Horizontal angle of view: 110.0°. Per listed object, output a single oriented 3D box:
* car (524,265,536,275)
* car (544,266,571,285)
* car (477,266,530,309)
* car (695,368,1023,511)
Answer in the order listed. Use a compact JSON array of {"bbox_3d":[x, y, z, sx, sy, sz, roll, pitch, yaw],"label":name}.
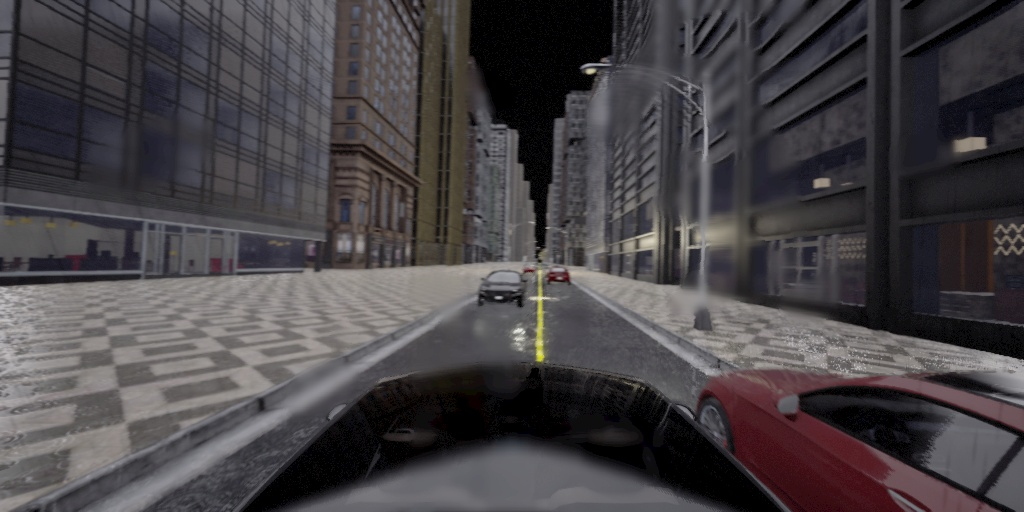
[{"bbox_3d":[2.326,1.919,49.495,1.895,1.301,4.718,2,-1,4],"label":"car"},{"bbox_3d":[4.020,1.657,31.256,1.882,1.535,5.008,2,-1,4],"label":"car"},{"bbox_3d":[-0.317,1.370,16.344,1.882,1.535,5.008,2,-1,4],"label":"car"},{"bbox_3d":[2.729,1.360,1.865,1.812,1.442,4.674,2,-1,4],"label":"car"}]
